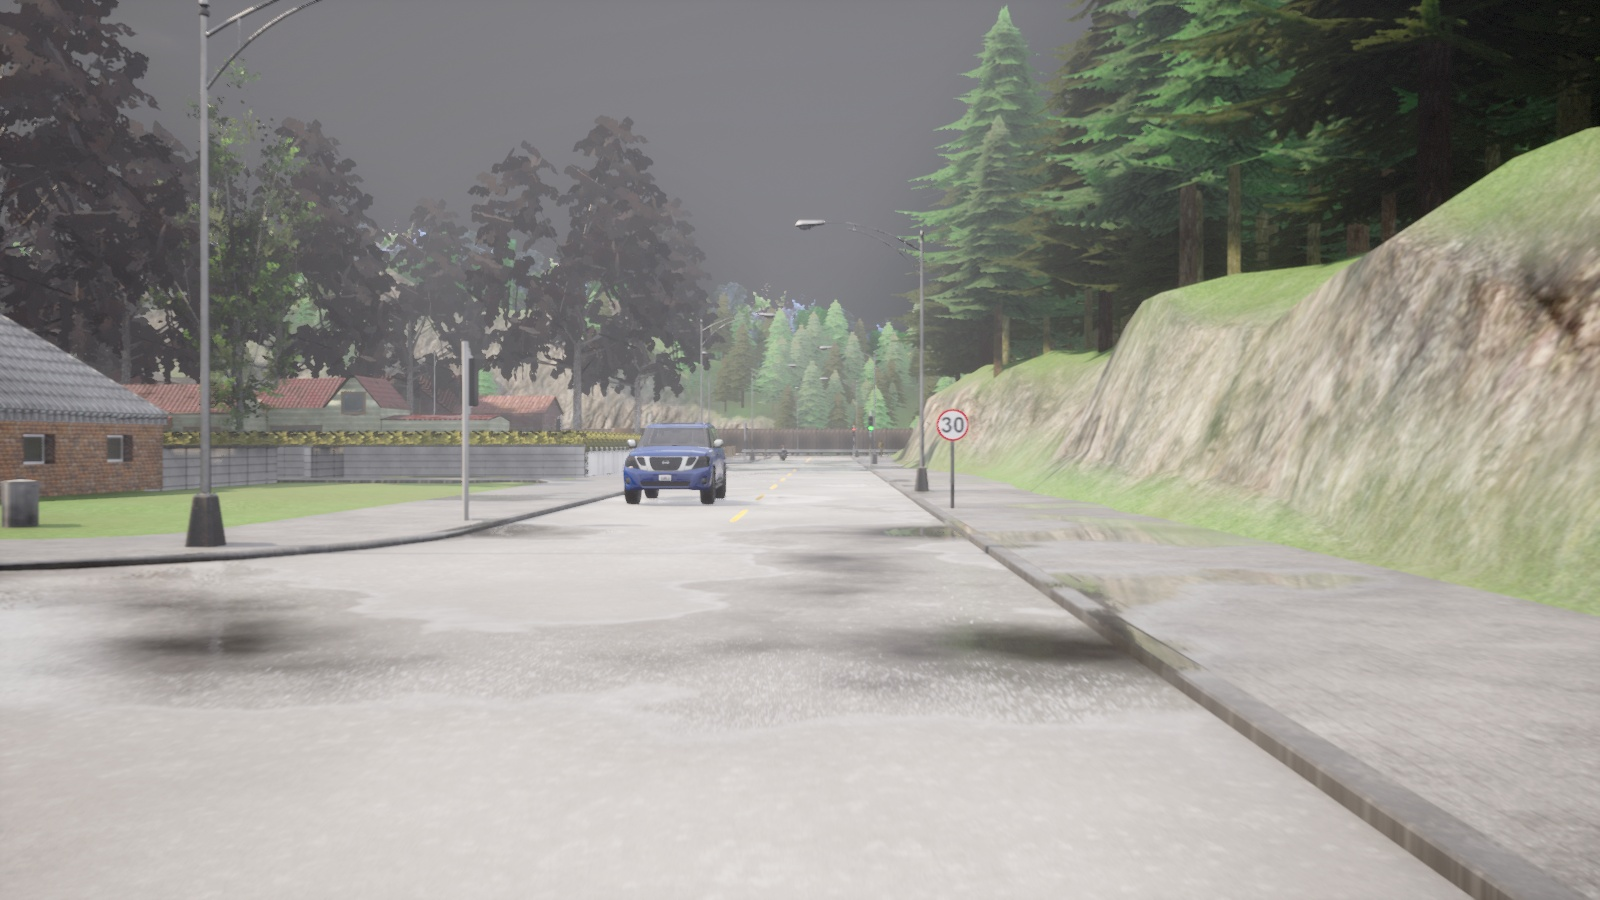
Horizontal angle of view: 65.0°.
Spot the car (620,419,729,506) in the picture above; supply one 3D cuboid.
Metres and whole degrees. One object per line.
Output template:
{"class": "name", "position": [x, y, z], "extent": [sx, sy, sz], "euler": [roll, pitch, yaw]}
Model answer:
{"class": "car", "position": [-3.112, 0.284, 32.317], "extent": [2.150, 2.045, 5.566], "euler": [0, 0, 1]}
